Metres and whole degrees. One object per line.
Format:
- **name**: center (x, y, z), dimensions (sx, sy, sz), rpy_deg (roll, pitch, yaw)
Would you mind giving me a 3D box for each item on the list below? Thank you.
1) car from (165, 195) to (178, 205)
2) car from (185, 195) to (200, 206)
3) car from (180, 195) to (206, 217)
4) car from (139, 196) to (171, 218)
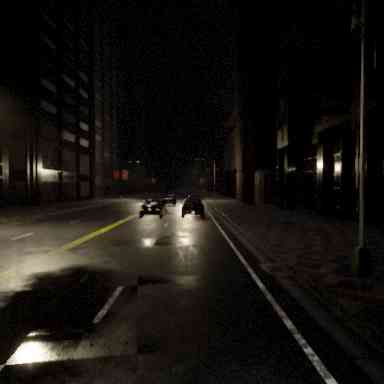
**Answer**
- **car**: center (-3.177, 1.107, 47.693), dimensions (2.128, 1.511, 4.902), rpy_deg (0, 1, 0)
- **car**: center (0.070, 1.164, 47.551), dimensions (2.033, 1.411, 5.357), rpy_deg (0, 1, 0)
- **car**: center (0.085, 1.289, 28.065), dimensions (1.837, 1.490, 4.892), rpy_deg (0, 1, 0)
- **car**: center (-3.171, 1.335, 27.477), dimensions (2.033, 1.411, 5.357), rpy_deg (0, 1, 0)
